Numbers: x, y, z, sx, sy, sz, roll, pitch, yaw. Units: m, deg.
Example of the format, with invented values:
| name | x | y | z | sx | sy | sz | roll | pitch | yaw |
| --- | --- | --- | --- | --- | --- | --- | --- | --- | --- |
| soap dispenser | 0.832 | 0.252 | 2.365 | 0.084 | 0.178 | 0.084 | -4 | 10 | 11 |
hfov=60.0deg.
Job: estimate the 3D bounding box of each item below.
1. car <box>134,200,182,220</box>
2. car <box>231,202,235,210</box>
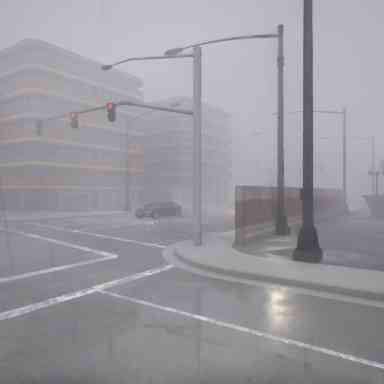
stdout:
| name | x | y | z | sx | sy | sz | roll | pitch | yaw |
| --- | --- | --- | --- | --- | --- | --- | --- | --- | --- |
| car | -2.769 | 1.504 | 28.223 | 1.837 | 1.490 | 4.892 | 0 | 0 | 35 |
| car | 6.669 | 1.505 | 41.927 | 1.837 | 1.490 | 4.892 | 0 | 0 | 35 |
